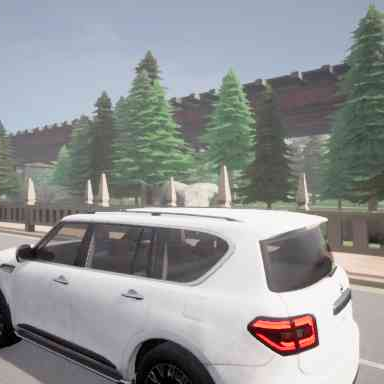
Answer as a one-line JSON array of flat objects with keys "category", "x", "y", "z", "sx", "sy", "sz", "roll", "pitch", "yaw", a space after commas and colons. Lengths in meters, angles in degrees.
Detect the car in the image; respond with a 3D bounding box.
[{"category": "car", "x": -0.805, "y": 1.221, "z": 4.585, "sx": 5.566, "sy": 2.045, "sz": 2.150, "roll": 0, "pitch": 0, "yaw": 36}]
